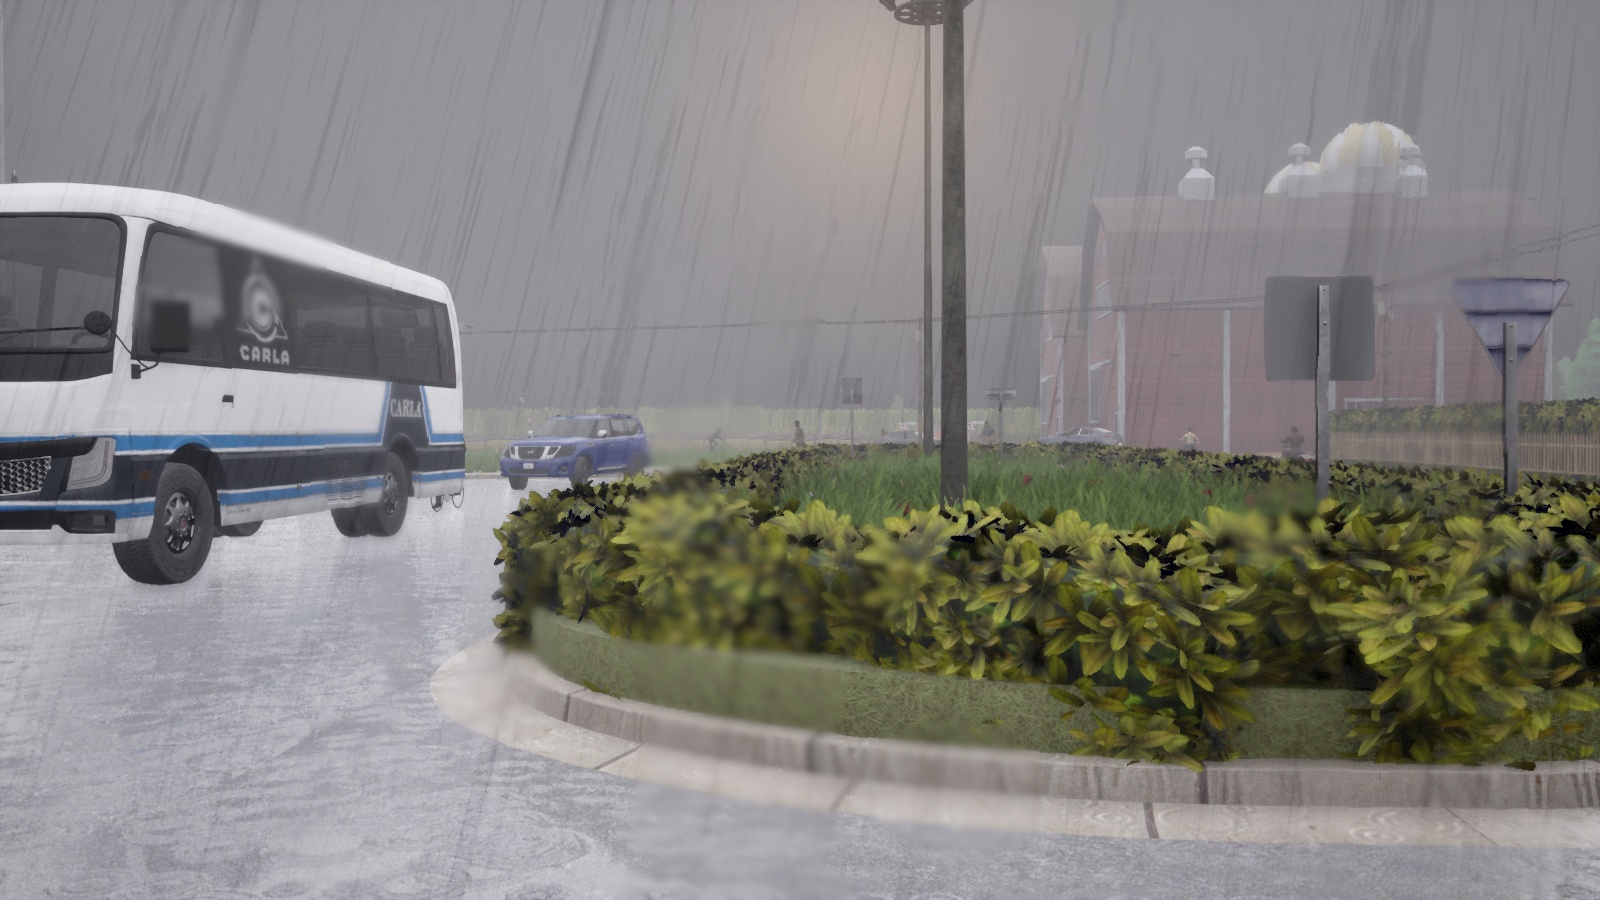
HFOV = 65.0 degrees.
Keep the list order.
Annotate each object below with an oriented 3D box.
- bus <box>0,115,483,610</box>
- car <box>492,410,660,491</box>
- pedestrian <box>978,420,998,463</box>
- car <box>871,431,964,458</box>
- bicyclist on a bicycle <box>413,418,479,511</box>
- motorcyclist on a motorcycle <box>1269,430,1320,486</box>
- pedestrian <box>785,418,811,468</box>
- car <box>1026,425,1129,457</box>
[{"bbox_3d":[-7.655,-0.836,16.062,3.944,4.253,10.273,0,1,4],"label":"bus"},{"bbox_3d":[-6.077,-0.036,34.912,2.150,2.045,5.566,1,1,19],"label":"car"},{"bbox_3d":[8.341,-0.380,55.650,0.540,1.848,0.694,0,1,-33],"label":"pedestrian"},{"bbox_3d":[6.631,-0.317,71.145,4.792,1.488,2.163,1,1,36],"label":"car"},{"bbox_3d":[-6.991,0.272,24.884,0.659,1.776,1.843,0,1,5],"label":"bicyclist on a bicycle"},{"bbox_3d":[14.908,0.225,37.949,0.766,1.649,2.350,0,1,5],"label":"motorcyclist on a motorcycle"},{"bbox_3d":[-0.070,-0.255,46.026,0.869,1.805,0.328,0,1,-25],"label":"pedestrian"},{"bbox_3d":[15.111,-0.494,68.445,5.027,1.651,2.152,1,1,38],"label":"car"}]
